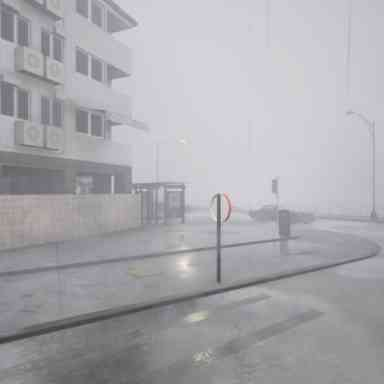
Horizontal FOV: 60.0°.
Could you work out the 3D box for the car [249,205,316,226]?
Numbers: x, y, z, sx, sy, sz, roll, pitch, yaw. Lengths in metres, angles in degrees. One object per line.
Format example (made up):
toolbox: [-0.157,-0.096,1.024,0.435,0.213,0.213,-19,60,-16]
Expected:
car: [6.344,1.597,23.653,1.895,1.301,4.718,0,0,-35]

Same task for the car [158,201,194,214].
car: [-1.996,1.544,35.394,2.033,1.411,5.357,0,0,-35]
